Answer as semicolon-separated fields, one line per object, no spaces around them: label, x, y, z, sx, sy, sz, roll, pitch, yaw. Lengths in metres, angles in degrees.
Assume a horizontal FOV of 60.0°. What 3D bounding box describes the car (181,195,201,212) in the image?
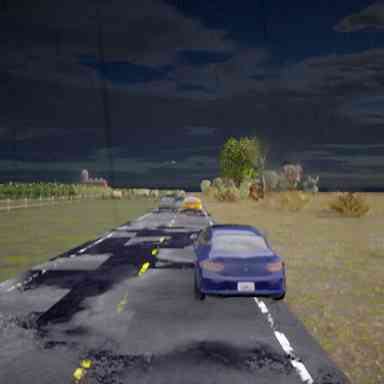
car;0.026;1.366;37.064;1.882;1.535;5.008;0;0;0

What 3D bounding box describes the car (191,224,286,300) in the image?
car;0.951;1.501;8.173;1.812;1.442;4.674;0;0;0

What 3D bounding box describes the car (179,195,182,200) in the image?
car;-2.865;1.325;78.532;2.033;1.411;5.357;0;0;0

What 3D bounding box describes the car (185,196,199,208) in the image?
car;-0.041;1.335;47.243;1.882;1.535;5.008;0;0;1

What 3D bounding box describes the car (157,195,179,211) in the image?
car;-2.904;1.387;39.069;1.837;1.490;4.892;0;0;0
